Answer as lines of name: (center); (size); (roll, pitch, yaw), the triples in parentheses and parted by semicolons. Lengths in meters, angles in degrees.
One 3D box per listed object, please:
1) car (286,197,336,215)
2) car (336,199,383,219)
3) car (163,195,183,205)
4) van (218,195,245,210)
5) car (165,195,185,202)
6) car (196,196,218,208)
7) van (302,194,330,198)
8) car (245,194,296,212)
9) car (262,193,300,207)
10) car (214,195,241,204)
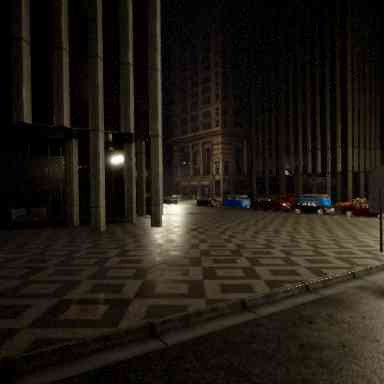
car: (12.100, 1.549, 33.375); (2.008, 1.369, 4.403); (-1, 1, -36)
car: (15.331, 1.567, 28.892); (1.887, 1.381, 4.507); (-1, 1, -36)
car: (-4.054, 1.439, 55.786); (2.008, 1.369, 4.403); (-1, 1, -36)
van: (5.636, 1.295, 42.338); (1.690, 1.788, 3.998); (-1, 1, -36)
car: (-3.576, 1.258, 69.731); (2.008, 1.369, 4.403); (-1, 1, -36)
car: (2.407, 1.372, 46.820); (1.967, 1.590, 4.097); (-1, 1, -36)
van: (15.795, 1.178, 42.830); (1.690, 1.788, 3.998); (-1, 1, -36)
car: (8.867, 1.291, 37.855); (2.192, 1.841, 5.009); (-1, 1, -36)
car: (12.566, 1.130, 47.313); (2.192, 1.841, 5.009); (-1, 1, -36)
car: (6.011, 1.297, 56.419); (1.752, 1.417, 4.829); (-1, 1, -36)
